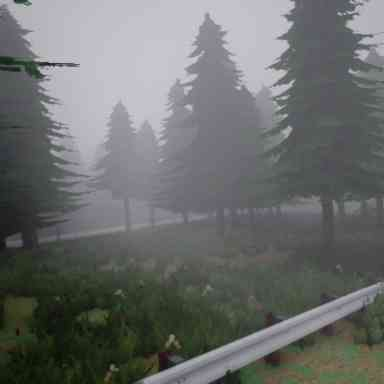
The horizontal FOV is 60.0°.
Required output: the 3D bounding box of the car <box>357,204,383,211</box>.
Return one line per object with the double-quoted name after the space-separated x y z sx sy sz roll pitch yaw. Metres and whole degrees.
21.362 2.111 38.754 2.128 1.511 4.902 -4 -2 -8 "car"
